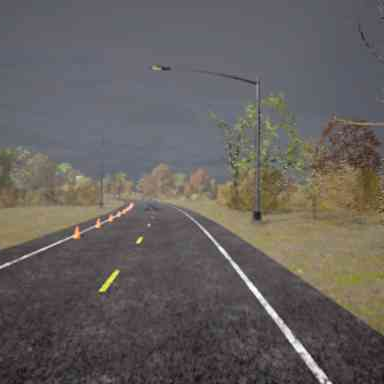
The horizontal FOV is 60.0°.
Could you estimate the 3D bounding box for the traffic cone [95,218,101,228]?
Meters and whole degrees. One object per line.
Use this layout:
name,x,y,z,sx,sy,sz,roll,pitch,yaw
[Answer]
traffic cone,-5.998,1.972,21.349,0.340,0.580,0.340,1,0,-4

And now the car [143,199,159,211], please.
car,-5.384,1.683,43.810,2.033,1.411,5.357,1,0,-7

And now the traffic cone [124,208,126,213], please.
traffic cone,-7.351,2.032,36.182,0.340,0.580,0.340,1,0,-6
